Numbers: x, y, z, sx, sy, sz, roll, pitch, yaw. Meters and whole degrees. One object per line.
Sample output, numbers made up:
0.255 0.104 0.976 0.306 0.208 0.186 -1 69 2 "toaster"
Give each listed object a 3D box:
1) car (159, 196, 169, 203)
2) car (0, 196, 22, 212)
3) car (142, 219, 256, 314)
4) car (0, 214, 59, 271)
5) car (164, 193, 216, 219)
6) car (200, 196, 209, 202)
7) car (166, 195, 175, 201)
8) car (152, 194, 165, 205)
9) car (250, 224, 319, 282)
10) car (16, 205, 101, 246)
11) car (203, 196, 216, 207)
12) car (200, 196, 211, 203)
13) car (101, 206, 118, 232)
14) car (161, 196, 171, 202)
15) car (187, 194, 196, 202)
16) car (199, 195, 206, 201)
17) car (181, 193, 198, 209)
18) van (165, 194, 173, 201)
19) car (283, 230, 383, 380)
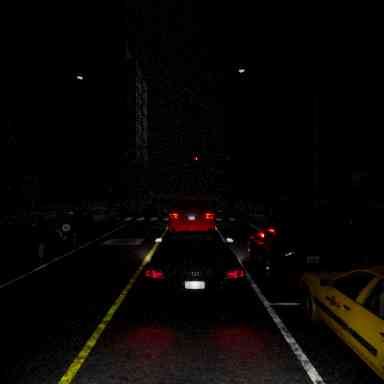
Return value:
-5.812 1.603 68.773 1.802 1.307 4.206 0 0 0 "car"
-17.941 1.171 31.941 4.902 1.511 2.128 1 0 0 "car"
0.054 1.564 7.711 1.994 1.385 4.181 0 0 0 "car"
-5.771 1.545 9.577 1.887 1.381 4.507 0 0 0 "car"
-0.009 1.223 17.131 2.150 2.045 5.566 0 0 0 "car"
2.709 1.569 74.217 1.887 1.381 4.507 0 0 0 "car"
-5.828 1.586 90.524 2.008 1.369 4.403 0 0 0 "car"
-5.805 1.330 57.899 2.192 1.841 5.009 0 0 0 "car"
2.754 1.566 9.585 1.947 1.339 4.313 0 0 0 "car"
-5.775 1.441 15.034 1.967 1.590 4.097 0 0 0 "car"
2.724 1.452 52.467 1.967 1.590 4.097 0 0 0 "car"
2.713 1.572 68.779 2.008 1.369 4.403 0 0 0 "car"
-5.778 1.527 20.321 1.752 1.417 4.829 0 0 0 "car"
-5.816 1.549 74.041 1.752 1.417 4.829 0 0 0 "car"
-0.055 1.382 77.894 2.097 1.767 4.553 0 0 0 "car"
2.701 1.557 85.262 1.752 1.417 4.829 0 0 0 "car"
-0.290 1.232 47.451 2.150 2.045 5.566 0 0 3 "car"
-5.824 1.373 85.087 1.690 1.788 3.998 0 0 0 "van"
2.758 1.525 4.298 1.752 1.417 4.829 0 0 0 "car"
